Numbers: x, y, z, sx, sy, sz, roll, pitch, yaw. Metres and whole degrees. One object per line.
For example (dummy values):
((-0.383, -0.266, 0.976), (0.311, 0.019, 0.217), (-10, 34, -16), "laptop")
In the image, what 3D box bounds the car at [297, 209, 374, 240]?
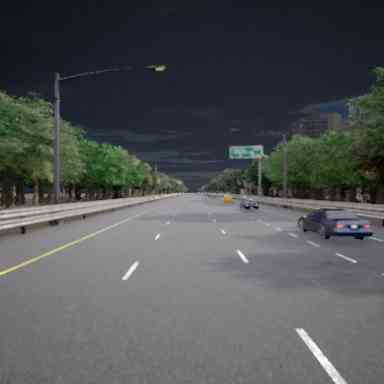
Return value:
((7.019, 1.552, 16.895), (2.033, 1.411, 5.357), (0, 0, 0), "car")

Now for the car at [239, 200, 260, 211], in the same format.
((7.102, 1.602, 41.660), (1.895, 1.301, 4.718), (0, 0, 0), "car")

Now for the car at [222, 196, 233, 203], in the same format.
((7.256, 1.455, 68.215), (1.882, 1.535, 5.008), (0, 0, 0), "car")
